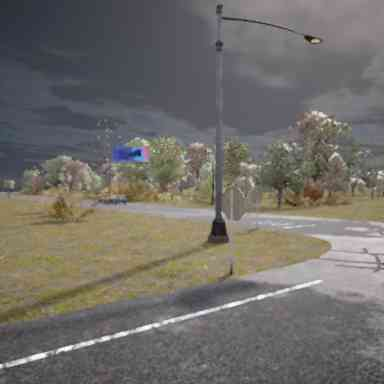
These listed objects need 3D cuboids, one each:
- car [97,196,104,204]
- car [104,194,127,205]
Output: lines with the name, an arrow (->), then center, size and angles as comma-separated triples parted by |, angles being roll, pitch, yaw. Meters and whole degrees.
car -> -15.865, 1.430, 61.284 | 1.895, 1.301, 4.718 | 0, 0, -34
car -> -12.846, 1.192, 56.871 | 2.097, 1.767, 4.553 | 0, 0, -33
